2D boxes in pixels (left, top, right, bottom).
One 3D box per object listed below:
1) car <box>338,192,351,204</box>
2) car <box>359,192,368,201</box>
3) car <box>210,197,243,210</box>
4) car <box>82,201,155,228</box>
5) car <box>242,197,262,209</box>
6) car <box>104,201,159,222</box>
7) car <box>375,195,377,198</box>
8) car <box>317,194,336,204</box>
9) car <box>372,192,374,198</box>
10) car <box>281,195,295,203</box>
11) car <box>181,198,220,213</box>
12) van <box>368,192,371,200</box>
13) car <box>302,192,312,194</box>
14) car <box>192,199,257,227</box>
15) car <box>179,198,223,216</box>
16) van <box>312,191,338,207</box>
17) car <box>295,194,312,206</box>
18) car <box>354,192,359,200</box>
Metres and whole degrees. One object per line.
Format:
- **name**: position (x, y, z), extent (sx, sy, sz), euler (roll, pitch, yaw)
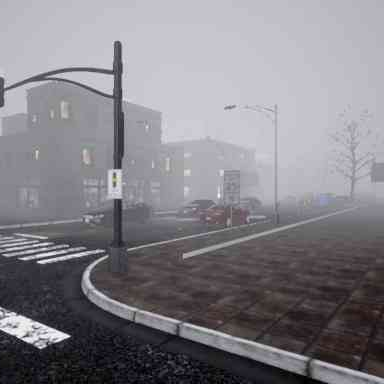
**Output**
- **car**: position (23.529, 1.172, 52.255), extent (1.947, 1.339, 4.313), euler (0, 1, 35)
- **car**: position (32.945, 0.938, 65.899), extent (1.967, 1.590, 4.097), euler (0, 1, 35)
- **car**: position (4.076, 1.332, 38.822), extent (1.947, 1.339, 4.313), euler (0, 1, 35)
- **car**: position (-4.743, 1.384, 21.491), extent (2.128, 1.511, 4.902), euler (0, 0, 35)
- **car**: position (6.324, 1.287, 37.516), extent (1.812, 1.442, 4.674), euler (0, 0, 35)
- **car**: position (-4.664, 1.452, 26.156), extent (1.802, 1.307, 4.206), euler (0, 1, 35)
- **car**: position (45.500, 0.798, 84.091), extent (1.967, 1.590, 4.097), euler (0, 1, 35)
- **car**: position (22.209, 1.078, 54.929), extent (1.882, 1.535, 5.008), euler (0, 0, 34)
- **car**: position (39.222, 0.972, 74.995), extent (1.887, 1.381, 4.507), euler (0, 1, 35)
- **car**: position (16.631, 1.200, 57.014), extent (1.802, 1.307, 4.206), euler (0, 1, 35)
- **car**: position (0.938, 1.354, 34.274), extent (2.008, 1.369, 4.403), euler (0, 1, 35)
- **van**: position (36.084, 0.804, 70.446), extent (1.690, 1.788, 3.998), euler (0, 1, 35)
- **car**: position (22.909, 0.861, 66.109), extent (2.192, 1.841, 5.009), euler (0, 1, 35)
- **car**: position (2.233, 1.402, 21.395), extent (1.887, 1.381, 4.507), euler (0, 1, 35)
- **car**: position (0.760, 1.353, 29.459), extent (1.812, 1.442, 4.674), euler (0, 0, 35)
- **van**: position (17.252, 1.021, 43.157), extent (1.690, 1.788, 3.998), euler (0, 1, 35)
- **car**: position (16.385, 1.269, 46.475), extent (1.895, 1.301, 4.718), euler (0, 0, 35)
- **car**: position (26.668, 1.115, 56.803), extent (1.887, 1.381, 4.507), euler (0, 1, 35)
